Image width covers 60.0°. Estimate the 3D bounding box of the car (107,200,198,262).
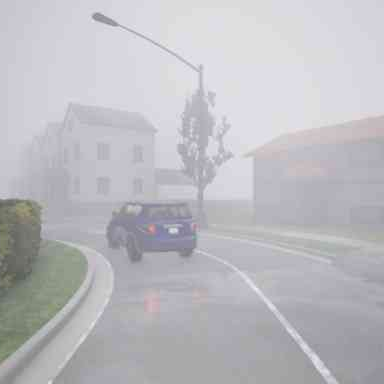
[{"bbox_3d":[-1.740,1.339,12.948,2.150,2.045,5.566,0,0,-26],"label":"car"}]
